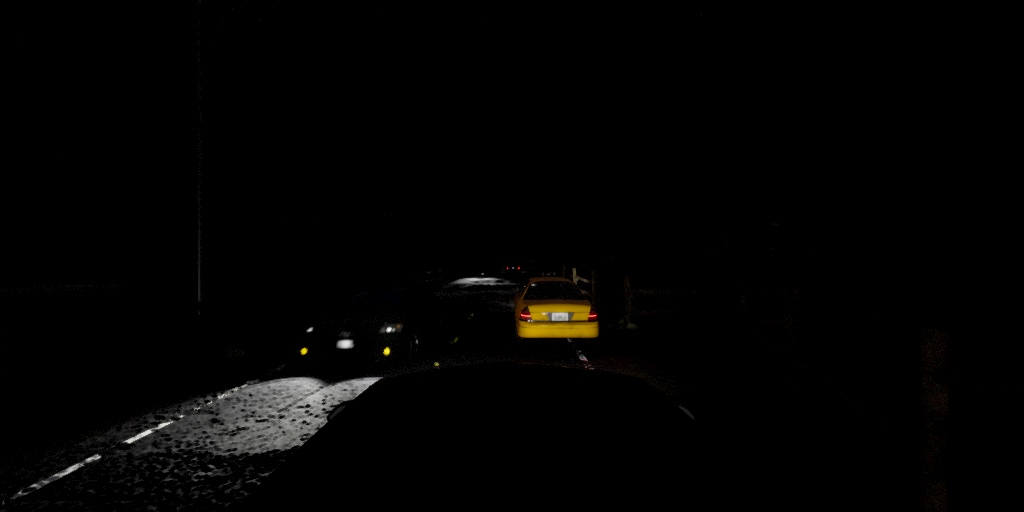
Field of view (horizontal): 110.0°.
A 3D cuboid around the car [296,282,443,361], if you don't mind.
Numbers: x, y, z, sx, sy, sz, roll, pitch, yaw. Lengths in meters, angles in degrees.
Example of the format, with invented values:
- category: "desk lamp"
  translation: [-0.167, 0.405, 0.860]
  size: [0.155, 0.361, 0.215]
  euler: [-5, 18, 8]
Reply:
- category: "car"
  translation: [-2.845, 1.312, 8.105]
  size: [1.994, 1.385, 4.181]
  euler: [0, 0, 0]

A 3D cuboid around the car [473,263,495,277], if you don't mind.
- category: "car"
  translation: [-2.712, 1.354, 35.342]
  size: [1.895, 1.301, 4.718]
  euler: [0, 0, 0]

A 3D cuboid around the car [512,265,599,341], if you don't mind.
- category: "car"
  translation: [0.972, 1.204, 9.814]
  size: [1.801, 1.575, 5.366]
  euler: [0, 0, 0]

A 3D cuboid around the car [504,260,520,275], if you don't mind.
- category: "car"
  translation: [0.125, 1.303, 39.701]
  size: [2.033, 1.411, 5.357]
  euler: [0, 0, 0]
